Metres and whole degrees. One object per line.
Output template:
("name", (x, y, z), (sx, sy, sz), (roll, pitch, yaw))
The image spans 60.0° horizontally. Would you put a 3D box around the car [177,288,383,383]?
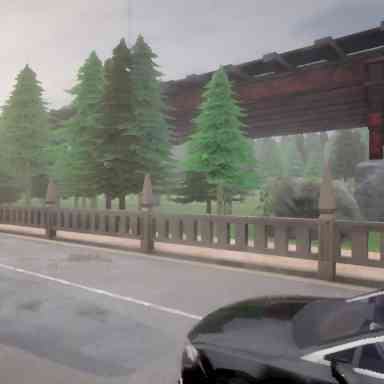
("car", (2.113, 1.492, 2.484), (4.902, 1.511, 2.128), (0, 0, 36))
